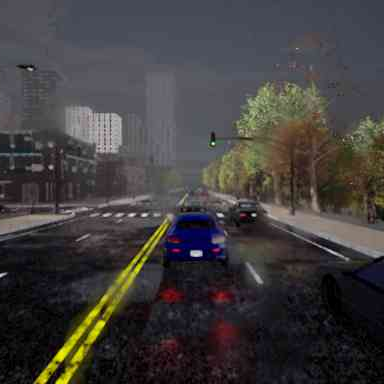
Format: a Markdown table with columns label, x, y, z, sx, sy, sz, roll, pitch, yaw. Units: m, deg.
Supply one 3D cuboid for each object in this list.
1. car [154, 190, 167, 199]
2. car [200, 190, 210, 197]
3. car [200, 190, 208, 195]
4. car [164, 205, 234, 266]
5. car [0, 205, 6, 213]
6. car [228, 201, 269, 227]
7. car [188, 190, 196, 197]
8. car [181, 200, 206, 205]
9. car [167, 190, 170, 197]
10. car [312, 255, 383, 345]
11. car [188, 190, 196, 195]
| label | x | y | z | sx | sy | sz | roll | pitch | yaw |
| --- | --- | --- | --- | --- | --- | --- | --- | --- | --- |
| car | -6.484 | 0.613 | 66.119 | 1.812 | 1.442 | 4.674 | 0 | 1 | 0 |
| car | 3.282 | 0.410 | 82.170 | 1.994 | 1.385 | 4.181 | 0 | 1 | 0 |
| car | 3.287 | 0.097 | 92.170 | 2.033 | 1.411 | 5.357 | 0 | 1 | 0 |
| car | 0.111 | 1.375 | 10.838 | 1.812 | 1.442 | 4.674 | 0 | 1 | 0 |
| car | -19.942 | 1.387 | 31.338 | 4.313 | 1.339 | 1.947 | -1 | 2 | 0 |
| car | 3.358 | 1.266 | 20.501 | 2.033 | 1.411 | 5.357 | 0 | 1 | 0 |
| car | 0.032 | 0.362 | 81.755 | 1.837 | 1.490 | 4.892 | 0 | 1 | 0 |
| car | 0.112 | 1.258 | 24.942 | 1.895 | 1.301 | 4.718 | 0 | 1 | 0 |
| car | -6.466 | 0.226 | 81.623 | 2.097 | 1.767 | 4.553 | 0 | 1 | 0 |
| car | 3.359 | 1.487 | 4.213 | 2.033 | 1.411 | 5.357 | 0 | 1 | -1 |
| car | 0.037 | 0.097 | 92.171 | 2.033 | 1.411 | 5.357 | 0 | 1 | 0 |
